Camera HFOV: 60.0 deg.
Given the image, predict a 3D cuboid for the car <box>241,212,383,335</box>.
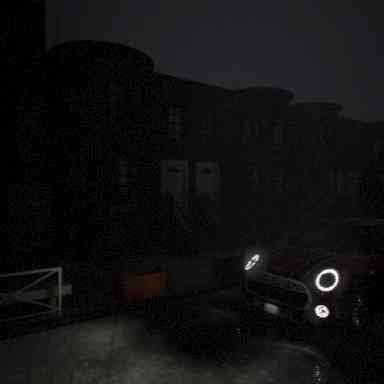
[{"bbox_3d":[3.152,1.351,6.850,4.553,1.767,2.097,0,0,-35],"label":"car"}]
